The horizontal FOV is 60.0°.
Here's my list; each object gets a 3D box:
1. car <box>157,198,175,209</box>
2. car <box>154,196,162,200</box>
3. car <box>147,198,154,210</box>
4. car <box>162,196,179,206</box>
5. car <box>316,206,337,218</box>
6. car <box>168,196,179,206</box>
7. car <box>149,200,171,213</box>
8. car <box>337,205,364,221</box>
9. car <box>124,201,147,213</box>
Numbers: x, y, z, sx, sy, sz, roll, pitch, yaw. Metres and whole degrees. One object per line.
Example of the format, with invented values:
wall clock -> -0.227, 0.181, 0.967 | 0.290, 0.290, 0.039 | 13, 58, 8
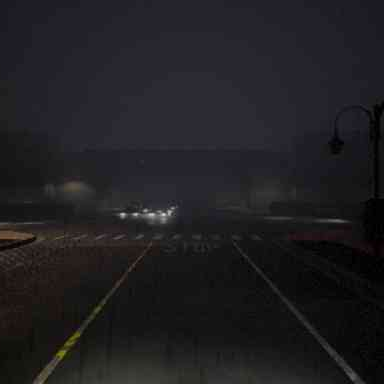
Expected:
car -> -4.183, 2.131, 53.591 | 1.895, 1.301, 4.718 | 0, -1, 0
car -> -7.642, 2.123, 64.073 | 2.128, 1.511, 4.902 | 0, -1, 0
car -> -7.691, 2.093, 53.474 | 1.994, 1.385, 4.181 | 0, -1, 0
car -> -4.141, 2.123, 64.116 | 2.128, 1.511, 4.902 | 0, -1, 0
car -> 14.964, 1.939, 33.283 | 4.718, 1.301, 1.895 | 0, -1, 1
car -> -4.138, 1.961, 75.030 | 2.150, 2.045, 5.566 | 0, -1, 0
car -> -4.231, 2.044, 44.424 | 1.895, 1.301, 4.718 | 0, -1, 0
car -> 15.761, 1.869, 29.745 | 4.181, 1.385, 1.994 | 0, -1, 0
car -> -7.767, 1.921, 44.484 | 1.882, 1.535, 5.008 | 0, -1, 1
